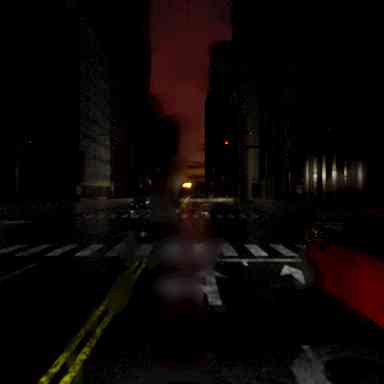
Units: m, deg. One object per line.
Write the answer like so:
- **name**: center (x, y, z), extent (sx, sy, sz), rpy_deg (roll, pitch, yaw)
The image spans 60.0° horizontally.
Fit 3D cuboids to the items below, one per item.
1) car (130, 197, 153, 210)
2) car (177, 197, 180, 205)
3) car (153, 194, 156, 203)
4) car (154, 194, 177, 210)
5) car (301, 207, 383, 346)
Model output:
- **car**: center (-6.480, 1.409, 41.769), extent (1.837, 1.490, 4.892), rpy_deg (0, 0, 0)
- **car**: center (-3.157, 1.396, 57.446), extent (1.812, 1.442, 4.674), rpy_deg (0, 0, 1)
- **car**: center (-6.406, 1.471, 57.552), extent (1.895, 1.301, 4.718), rpy_deg (0, 0, 1)
- **car**: center (-3.231, 1.383, 41.503), extent (1.882, 1.535, 5.008), rpy_deg (0, 0, 0)
- **car**: center (3.361, 1.211, 4.688), extent (2.150, 2.045, 5.566), rpy_deg (0, 0, 0)
